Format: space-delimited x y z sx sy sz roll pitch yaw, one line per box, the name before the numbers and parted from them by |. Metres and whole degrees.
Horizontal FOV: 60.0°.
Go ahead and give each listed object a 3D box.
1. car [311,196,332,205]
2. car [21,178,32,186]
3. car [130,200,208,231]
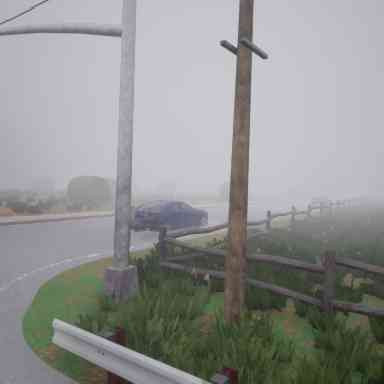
car | 17.663 1.195 45.040 1.895 1.301 4.718 3 2 33
car | -39.107 -2.271 79.194 1.905 1.878 3.866 8 2 -13
car | -1.048 1.127 16.484 1.882 1.535 5.008 3 2 34
